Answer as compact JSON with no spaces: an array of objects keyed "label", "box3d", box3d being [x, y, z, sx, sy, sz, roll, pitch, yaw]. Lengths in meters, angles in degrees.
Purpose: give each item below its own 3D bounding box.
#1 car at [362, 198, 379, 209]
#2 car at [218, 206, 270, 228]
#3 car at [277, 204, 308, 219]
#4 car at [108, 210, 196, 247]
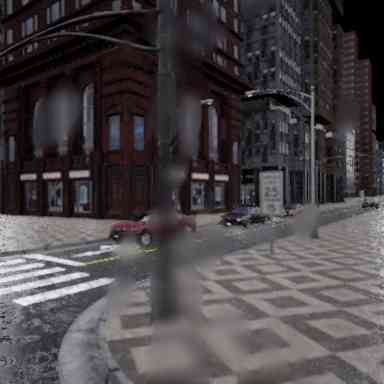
[{"label":"car","box3d":[28.474,1.729,53.085,2.097,1.767,4.553,0,0,32]},{"label":"car","box3d":[4.005,1.764,24.395,2.033,1.411,5.357,0,0,36]},{"label":"car","box3d":[9.817,1.826,32.525,1.994,1.385,4.181,0,0,35]},{"label":"car","box3d":[-1.783,1.649,16.305,1.882,1.535,5.008,0,0,37]}]
